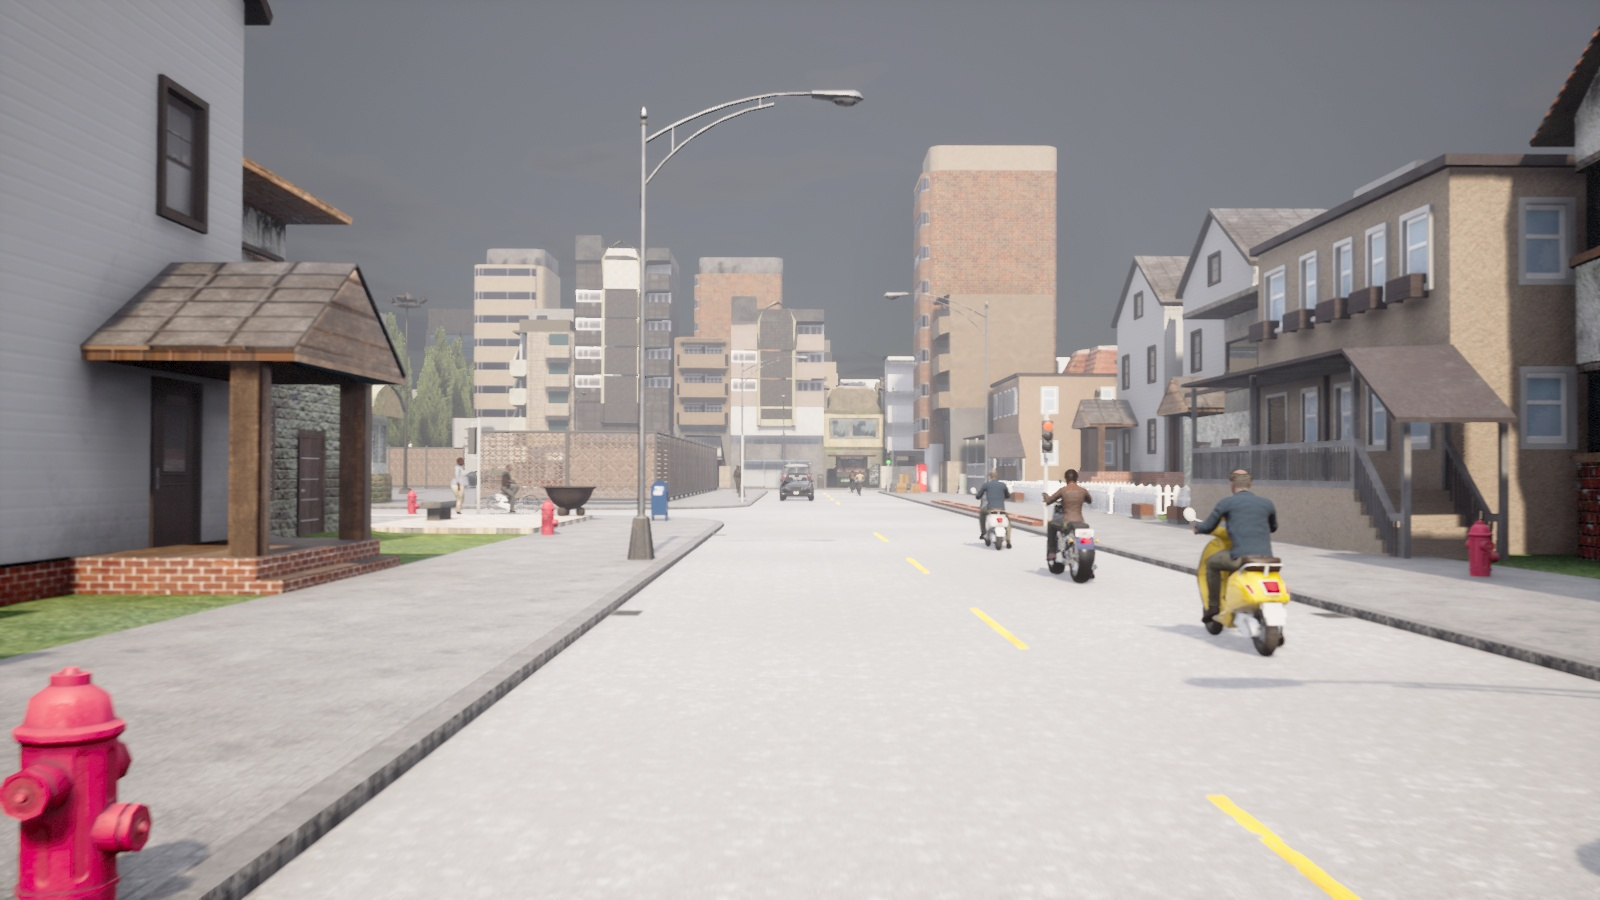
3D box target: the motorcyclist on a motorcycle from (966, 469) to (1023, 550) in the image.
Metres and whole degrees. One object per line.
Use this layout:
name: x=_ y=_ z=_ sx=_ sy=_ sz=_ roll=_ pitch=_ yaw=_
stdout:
motorcyclist on a motorcycle: x=3.944 y=1.181 z=25.620 sx=0.866 sy=1.590 sz=1.817 roll=0 pitch=-1 yaw=0

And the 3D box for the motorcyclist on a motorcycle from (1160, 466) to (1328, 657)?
motorcyclist on a motorcycle: x=3.970 y=0.943 z=11.397 sx=0.866 sy=1.590 sz=1.817 roll=0 pitch=-1 yaw=0

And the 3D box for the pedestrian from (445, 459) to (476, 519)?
pedestrian: x=-10.713 y=1.228 z=39.636 sx=0.900 sy=1.855 sz=0.874 roll=0 pitch=-1 yaw=-14

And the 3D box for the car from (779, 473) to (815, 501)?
car: x=-0.128 y=1.950 z=66.964 sx=1.816 sy=1.474 sz=4.193 roll=0 pitch=-1 yaw=1

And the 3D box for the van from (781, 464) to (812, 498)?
van: x=-0.182 y=1.834 z=75.633 sx=1.775 sy=1.987 sz=4.442 roll=0 pitch=-1 yaw=0

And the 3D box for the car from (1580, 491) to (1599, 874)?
car: x=3.991 y=0.860 z=2.848 sx=1.816 sy=1.474 sz=4.193 roll=0 pitch=-1 yaw=0

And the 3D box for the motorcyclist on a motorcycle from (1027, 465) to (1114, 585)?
motorcyclist on a motorcycle: x=3.951 y=1.060 z=18.552 sx=0.766 sy=1.649 sz=2.350 roll=0 pitch=-1 yaw=0

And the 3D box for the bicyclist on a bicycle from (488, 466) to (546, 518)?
bicyclist on a bicycle: x=-9.766 y=1.451 z=43.409 sx=1.843 sy=1.776 sz=0.659 roll=0 pitch=-1 yaw=0
